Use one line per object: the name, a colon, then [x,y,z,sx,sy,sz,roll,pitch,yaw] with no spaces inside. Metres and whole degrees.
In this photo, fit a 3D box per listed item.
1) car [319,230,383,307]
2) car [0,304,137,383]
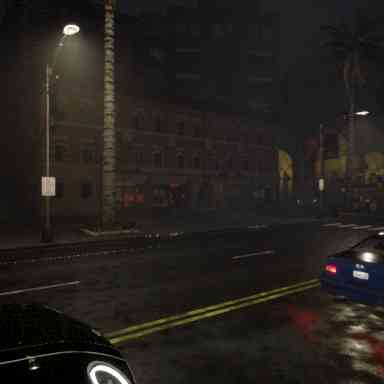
car: [5.093,1.547,7.473,5.357,1.411,2.033,0,0,-36]
car: [-2.539,1.352,1.880,4.553,1.767,2.097,0,0,-36]
